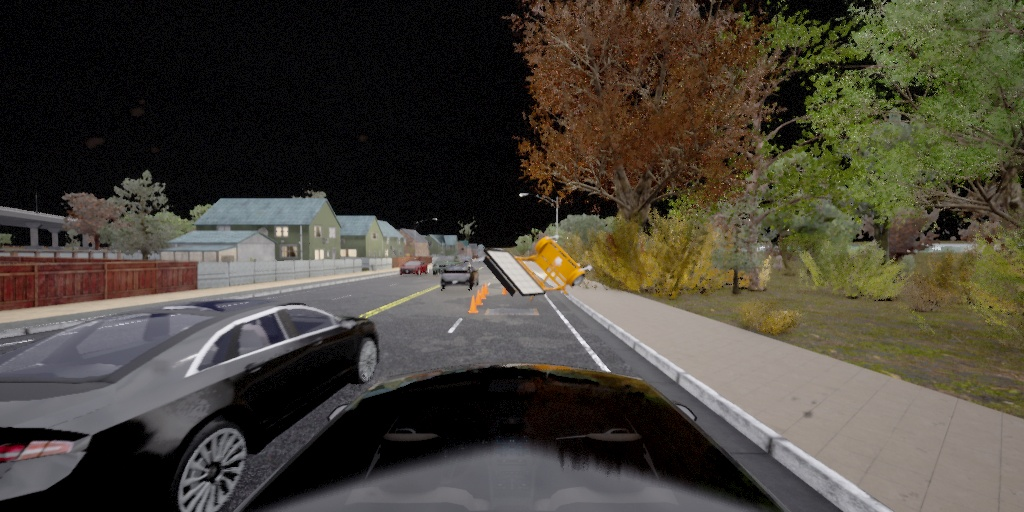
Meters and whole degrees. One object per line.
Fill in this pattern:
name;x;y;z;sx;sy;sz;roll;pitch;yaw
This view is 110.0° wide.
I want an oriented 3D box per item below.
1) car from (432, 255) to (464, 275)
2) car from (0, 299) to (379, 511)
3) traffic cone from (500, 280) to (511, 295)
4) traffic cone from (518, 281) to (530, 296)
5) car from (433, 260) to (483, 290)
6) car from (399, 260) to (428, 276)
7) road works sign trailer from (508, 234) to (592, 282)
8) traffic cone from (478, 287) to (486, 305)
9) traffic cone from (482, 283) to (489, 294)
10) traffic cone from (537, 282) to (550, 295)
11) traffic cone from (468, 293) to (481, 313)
car;-6.558;0.925;36.409;2.150;2.045;5.566;0;0;0
car;-3.147;1.238;4.113;2.128;1.511;4.902;0;0;0
traffic cone;-0.361;1.687;18.670;0.340;0.580;0.340;0;0;0
traffic cone;0.639;1.687;18.669;0.340;0.580;0.340;0;0;0
car;-3.125;1.218;22.080;2.128;1.511;4.902;0;0;0
car;-9.807;1.181;36.082;1.882;1.535;5.008;0;0;0
road works sign trailer;1.796;-0.915;15.185;2.380;3.560;2.880;0;0;43
traffic cone;-1.365;1.691;14.671;0.340;0.580;0.340;0;0;0
traffic cone;-1.363;1.689;16.671;0.340;0.580;0.340;0;0;0
traffic cone;1.639;1.687;18.667;0.340;0.580;0.340;0;0;0
traffic cone;-1.367;1.694;12.671;0.340;0.580;0.340;0;0;0
